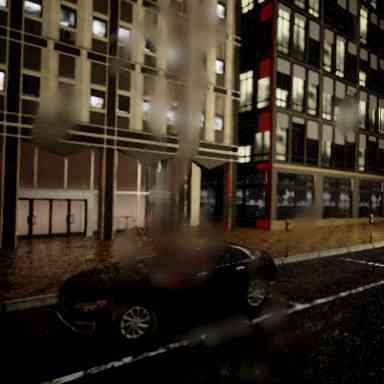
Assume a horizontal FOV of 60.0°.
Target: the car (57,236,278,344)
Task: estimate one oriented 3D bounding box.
[{"bbox_3d":[-0.227,1.588,6.385,4.403,1.369,2.008,1,1,-36],"label":"car"}]
